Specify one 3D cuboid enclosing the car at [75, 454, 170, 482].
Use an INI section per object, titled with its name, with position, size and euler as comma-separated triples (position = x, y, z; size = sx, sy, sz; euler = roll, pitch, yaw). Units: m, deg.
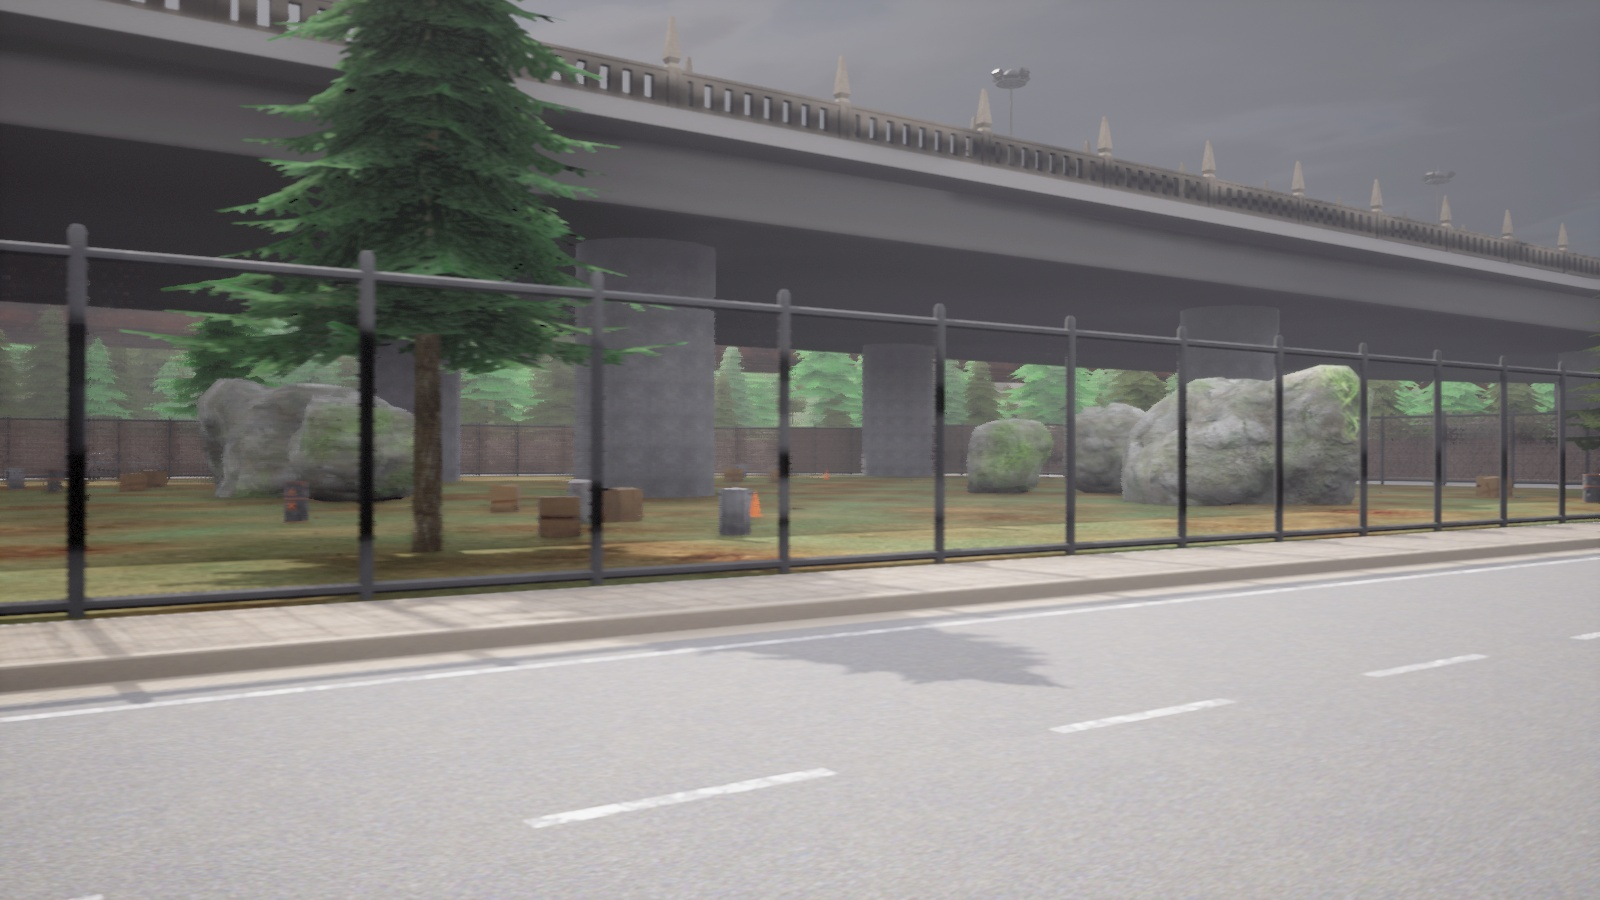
[car]
position = -38.198, 1.001, 70.837
size = 4.514, 1.525, 2.007
euler = 0, 0, -34
